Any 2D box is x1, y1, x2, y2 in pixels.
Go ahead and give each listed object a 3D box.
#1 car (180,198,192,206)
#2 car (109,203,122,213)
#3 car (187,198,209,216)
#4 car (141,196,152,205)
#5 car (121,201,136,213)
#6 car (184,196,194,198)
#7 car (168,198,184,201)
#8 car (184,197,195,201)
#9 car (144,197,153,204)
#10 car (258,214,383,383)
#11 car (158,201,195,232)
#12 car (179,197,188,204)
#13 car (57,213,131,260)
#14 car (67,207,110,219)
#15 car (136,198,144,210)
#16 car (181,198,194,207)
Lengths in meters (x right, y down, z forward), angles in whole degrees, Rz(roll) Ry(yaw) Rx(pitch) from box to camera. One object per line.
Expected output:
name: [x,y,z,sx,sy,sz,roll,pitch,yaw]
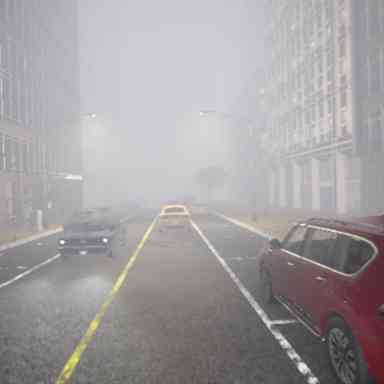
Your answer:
car: [-1.103,1.786,61.762,1.887,1.381,4.507,-3,0,-4]
car: [-7.299,1.884,27.301,1.947,1.339,4.313,-3,0,-4]
car: [0.690,1.633,33.613,1.752,1.417,4.829,-3,0,-4]
car: [-10.198,1.843,72.605,2.192,1.841,5.009,-3,0,-4]
car: [-8.012,1.900,38.457,1.752,1.417,4.829,-3,0,-4]
car: [-0.391,1.506,50.433,2.192,1.841,5.009,-3,0,-4]
car: [-2.343,1.725,40.687,1.837,1.490,4.892,-2,0,-4]
car: [0.330,1.662,39.275,1.752,1.417,4.829,-3,0,-4]
car: [-10.900,2.094,83.761,1.752,1.417,4.829,-3,0,-4]
car: [2.496,1.266,5.127,2.192,1.841,5.009,-3,0,-4]
car: [-1.103,1.595,21.206,1.882,1.535,5.008,-2,0,-4]
car: [-1.823,1.870,73.087,1.802,1.307,4.206,-3,0,-4]
car: [-3.806,1.768,13.456,1.895,1.301,4.718,-2,0,-4]
car: [-6.938,1.854,21.638,1.947,1.339,4.313,-3,0,-4]
car: [-8.742,2.013,49.952,1.802,1.307,4.206,-3,0,-4]
car: [-0.741,1.783,56.096,1.947,1.339,4.313,-3,0,-4]
